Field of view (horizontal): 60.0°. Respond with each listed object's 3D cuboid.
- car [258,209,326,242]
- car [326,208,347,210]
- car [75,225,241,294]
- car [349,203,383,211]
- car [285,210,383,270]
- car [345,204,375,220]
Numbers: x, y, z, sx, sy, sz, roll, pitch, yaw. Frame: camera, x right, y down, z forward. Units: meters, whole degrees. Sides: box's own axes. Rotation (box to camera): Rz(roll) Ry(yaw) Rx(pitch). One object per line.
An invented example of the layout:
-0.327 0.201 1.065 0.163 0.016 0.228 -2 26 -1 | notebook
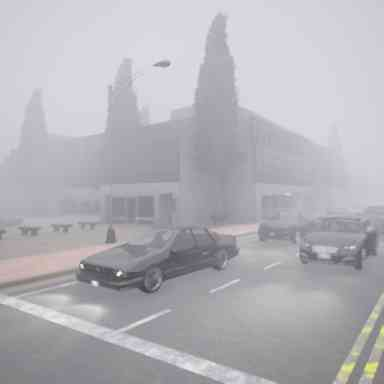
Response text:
5.181 1.705 17.419 1.882 1.535 5.008 -1 -1 37 | car
10.698 1.886 24.883 1.895 1.301 4.718 -1 -1 37 | car
-0.579 1.715 9.693 2.033 1.411 5.357 -1 -1 38 | car
10.784 1.544 19.118 2.097 1.767 4.553 -1 -1 36 | car
5.314 1.626 11.715 2.128 1.511 4.902 -1 -1 36 | car
16.709 1.949 32.970 1.895 1.301 4.718 -1 -1 37 | car
